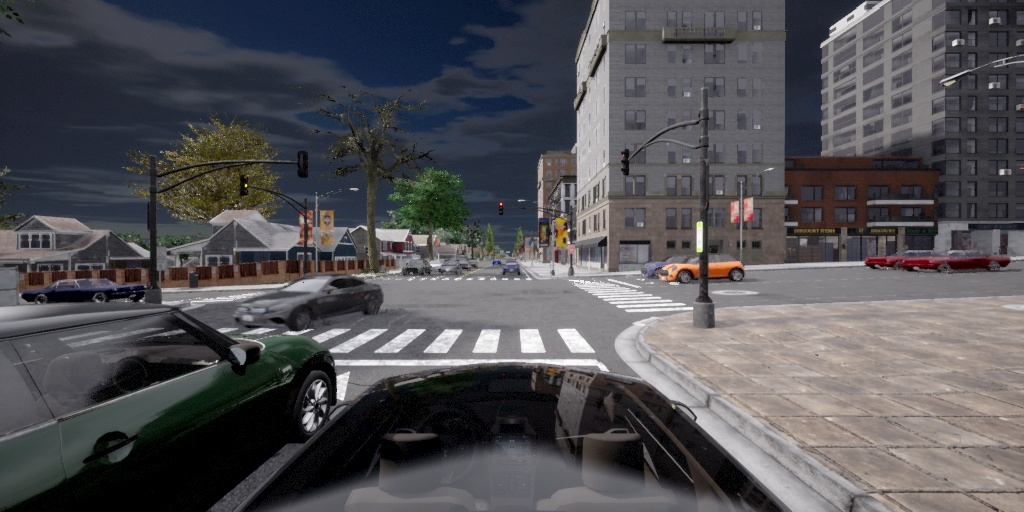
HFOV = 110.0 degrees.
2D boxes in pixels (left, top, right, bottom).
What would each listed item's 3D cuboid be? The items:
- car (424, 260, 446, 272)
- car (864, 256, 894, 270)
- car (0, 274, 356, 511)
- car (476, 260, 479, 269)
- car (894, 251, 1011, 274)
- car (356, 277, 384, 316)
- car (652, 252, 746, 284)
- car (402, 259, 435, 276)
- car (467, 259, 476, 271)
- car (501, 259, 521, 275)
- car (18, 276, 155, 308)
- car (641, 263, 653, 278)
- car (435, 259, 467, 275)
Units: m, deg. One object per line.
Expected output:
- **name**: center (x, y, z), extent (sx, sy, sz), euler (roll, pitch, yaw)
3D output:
- **car**: center (-9.878, 1.307, 46.454), extent (1.812, 1.442, 4.674), euler (0, 0, 0)
- **car**: center (27.649, 0.299, 25.014), extent (4.718, 1.301, 1.895), euler (-2, 0, 0)
- **car**: center (-3.151, 1.102, 2.482), extent (2.097, 1.767, 4.553), euler (0, 0, 0)
- **car**: center (-6.625, 1.321, 59.612), extent (1.837, 1.490, 4.892), euler (0, 0, 0)
- **car**: center (26.728, 0.343, 21.762), extent (4.718, 1.301, 1.895), euler (-2, 0, 0)
- **car**: center (-5.918, 1.302, 11.146), extent (1.812, 1.442, 4.674), euler (0, -1, 16)
- **car**: center (11.366, 0.681, 21.707), extent (4.553, 1.767, 2.097), euler (-2, 0, 0)
- **car**: center (-9.868, 1.120, 37.471), extent (2.097, 1.767, 4.553), euler (0, 0, 0)
- **car**: center (-6.629, 1.335, 49.266), extent (2.033, 1.411, 5.357), euler (0, 0, 0)
- **car**: center (-0.012, 1.297, 40.263), extent (1.812, 1.442, 4.674), euler (0, 0, 1)
- **car**: center (-21.627, 1.806, 18.370), extent (4.718, 1.301, 1.895), euler (-2, 0, 0)
- **car**: center (11.411, 0.669, 24.998), extent (4.553, 1.767, 2.097), euler (-2, 0, 1)
- **car**: center (-6.618, 1.262, 39.548), extent (2.128, 1.511, 4.902), euler (0, 0, 0)
